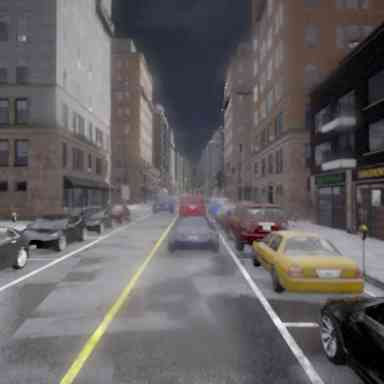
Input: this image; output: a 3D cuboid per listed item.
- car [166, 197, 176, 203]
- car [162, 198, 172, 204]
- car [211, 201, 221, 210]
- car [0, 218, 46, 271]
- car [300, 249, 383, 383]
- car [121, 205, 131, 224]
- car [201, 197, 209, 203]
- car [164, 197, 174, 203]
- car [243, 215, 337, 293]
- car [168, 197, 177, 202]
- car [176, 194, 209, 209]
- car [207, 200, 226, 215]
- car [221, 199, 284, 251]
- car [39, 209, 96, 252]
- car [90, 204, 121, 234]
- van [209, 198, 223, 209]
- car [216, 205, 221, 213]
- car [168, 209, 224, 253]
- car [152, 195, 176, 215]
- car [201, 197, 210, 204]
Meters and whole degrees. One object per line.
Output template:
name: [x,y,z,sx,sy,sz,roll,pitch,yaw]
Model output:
car: [-5.393,1.958,85.841,2.008,1.369,4.403,1,0,1]
car: [-5.535,1.940,74.783,1.802,1.307,4.206,1,0,1]
car: [2.676,1.652,25.839,1.752,1.417,4.829,1,0,0]
car: [-5.850,1.594,8.653,2.008,1.369,4.403,1,0,0]
car: [2.675,1.581,2.975,1.947,1.339,4.313,1,0,0]
car: [-5.850,1.671,25.672,1.887,1.381,4.507,1,0,0]
car: [3.061,1.926,80.209,1.887,1.381,4.507,1,0,1]
car: [-5.464,1.949,80.312,1.947,1.339,4.313,1,0,1]
car: [2.675,1.570,8.819,1.752,1.417,4.829,1,0,0]
car: [-5.322,1.977,91.370,1.887,1.381,4.507,1,0,1]
car: [0.062,1.357,28.138,2.150,2.045,5.566,0,-1,0]
car: [2.676,1.707,37.185,1.752,1.417,4.829,1,0,0]
car: [2.677,1.386,14.323,2.192,1.841,5.009,1,0,0]
car: [-5.851,1.637,14.326,1.947,1.339,4.313,1,0,0]
car: [-5.850,1.665,19.999,1.947,1.339,4.313,1,0,0]
van: [2.678,1.494,31.343,1.690,1.788,3.998,1,0,0]
car: [2.675,1.681,19.995,1.802,1.307,4.206,1,0,0]
car: [0.065,1.632,13.956,1.994,1.385,4.181,0,-1,0]
car: [-3.066,1.404,37.069,2.150,2.045,5.566,0,-1,0]
car: [2.990,1.922,74.679,1.947,1.339,4.313,1,0,1]
